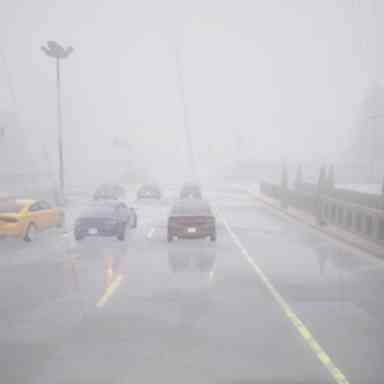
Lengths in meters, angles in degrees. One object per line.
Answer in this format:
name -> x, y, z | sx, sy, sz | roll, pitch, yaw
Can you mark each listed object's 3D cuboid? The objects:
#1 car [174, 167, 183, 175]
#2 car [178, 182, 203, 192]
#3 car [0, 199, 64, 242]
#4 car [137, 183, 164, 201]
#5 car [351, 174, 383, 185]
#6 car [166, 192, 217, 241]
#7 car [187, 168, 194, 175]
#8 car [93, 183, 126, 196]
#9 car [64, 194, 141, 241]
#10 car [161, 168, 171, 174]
car -> -3.940, -5.446, 90.104 | 2.033, 1.411, 5.357 | 0, 5, 0
car -> -0.107, -0.144, 29.017 | 1.837, 1.490, 4.892 | 0, 5, 0
car -> -7.025, 1.037, 14.042 | 1.882, 1.535, 5.008 | 0, 4, 0
car -> -3.607, -0.086, 29.003 | 1.994, 1.385, 4.181 | 0, 5, 0
car -> 25.777, -1.778, 48.406 | 4.892, 1.490, 1.837 | 0, 5, 1
car -> -0.025, 1.034, 14.080 | 1.882, 1.535, 5.008 | 0, 4, 0
car -> -0.440, -5.395, 90.157 | 1.895, 1.301, 4.718 | 0, 5, 0
car -> -7.107, -0.096, 28.983 | 2.033, 1.411, 5.357 | 0, 5, 0
car -> -3.525, 1.085, 14.064 | 1.812, 1.442, 4.674 | 0, 4, 0
car -> -7.458, -5.891, 93.362 | 2.097, 1.767, 4.553 | 0, 5, 0
